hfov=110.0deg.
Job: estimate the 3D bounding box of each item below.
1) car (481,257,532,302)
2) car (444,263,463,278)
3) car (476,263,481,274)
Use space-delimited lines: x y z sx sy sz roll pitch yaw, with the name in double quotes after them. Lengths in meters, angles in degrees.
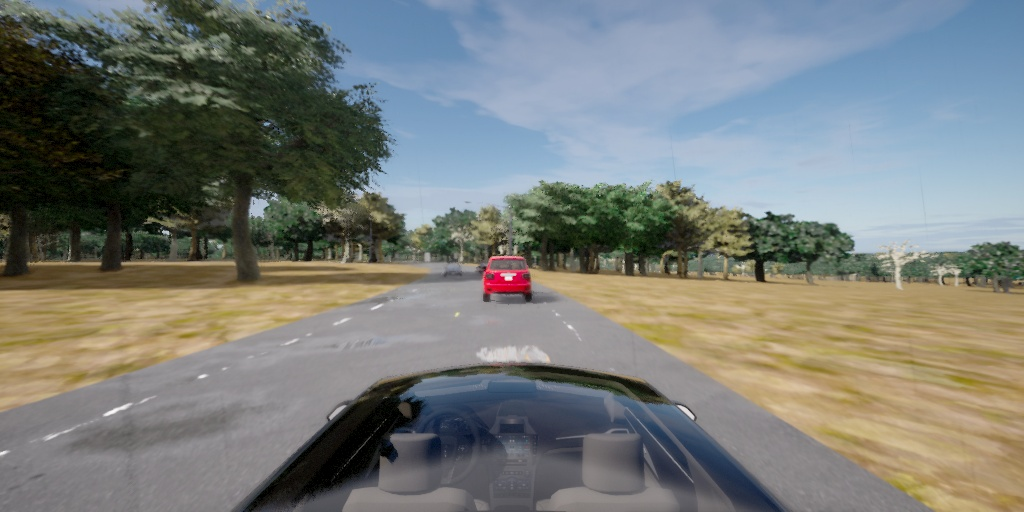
-0.323 1.049 17.917 2.150 2.045 5.566 0 0 -4 "car"
-6.229 1.514 38.289 1.812 1.442 4.674 0 0 -8 "car"
-3.415 1.555 45.375 2.033 1.411 5.357 0 0 -11 "car"
